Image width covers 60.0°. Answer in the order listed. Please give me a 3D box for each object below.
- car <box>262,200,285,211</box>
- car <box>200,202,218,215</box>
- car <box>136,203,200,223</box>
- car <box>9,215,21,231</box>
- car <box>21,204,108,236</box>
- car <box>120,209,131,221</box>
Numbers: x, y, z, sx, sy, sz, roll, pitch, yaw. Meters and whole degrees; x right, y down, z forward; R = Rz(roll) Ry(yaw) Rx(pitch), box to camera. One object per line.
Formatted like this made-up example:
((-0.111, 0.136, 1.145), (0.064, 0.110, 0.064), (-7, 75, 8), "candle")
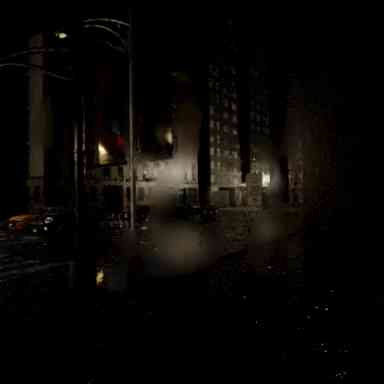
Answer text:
((11.456, 1.861, 46.563), (1.994, 1.385, 4.181), (-1, -1, 36), "car")
((1.279, 1.891, 37.960), (1.994, 1.385, 4.181), (-1, -1, 35), "car")
((-1.907, 1.779, 27.872), (2.033, 1.411, 5.357), (-1, -1, 35), "car")
((-9.666, 1.749, 22.555), (1.882, 1.535, 5.008), (-1, -1, 36), "car")
((-7.390, 1.555, 20.149), (2.097, 1.767, 4.553), (-1, -1, 35), "car")
((-4.463, 1.862, 29.883), (1.994, 1.385, 4.181), (-1, -1, 35), "car")
